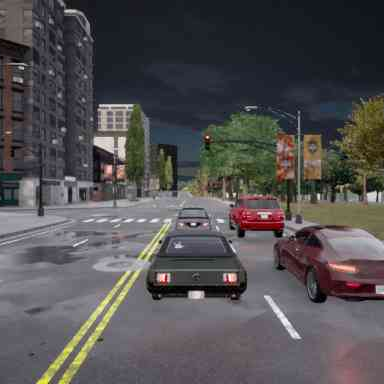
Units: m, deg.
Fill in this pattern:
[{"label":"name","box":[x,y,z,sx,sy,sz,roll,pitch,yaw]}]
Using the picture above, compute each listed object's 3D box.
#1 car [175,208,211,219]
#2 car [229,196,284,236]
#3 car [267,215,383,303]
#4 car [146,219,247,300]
[{"label":"car","box":[0.060,1.543,17.916,2.033,1.411,5.357,0,0,0]},{"label":"car","box":[3.309,1.217,17.877,2.150,2.045,5.566,0,0,0]},{"label":"car","box":[3.334,1.524,8.065,1.812,1.442,4.674,0,0,0]},{"label":"car","box":[0.081,1.599,8.324,1.895,1.301,4.718,0,0,0]}]
